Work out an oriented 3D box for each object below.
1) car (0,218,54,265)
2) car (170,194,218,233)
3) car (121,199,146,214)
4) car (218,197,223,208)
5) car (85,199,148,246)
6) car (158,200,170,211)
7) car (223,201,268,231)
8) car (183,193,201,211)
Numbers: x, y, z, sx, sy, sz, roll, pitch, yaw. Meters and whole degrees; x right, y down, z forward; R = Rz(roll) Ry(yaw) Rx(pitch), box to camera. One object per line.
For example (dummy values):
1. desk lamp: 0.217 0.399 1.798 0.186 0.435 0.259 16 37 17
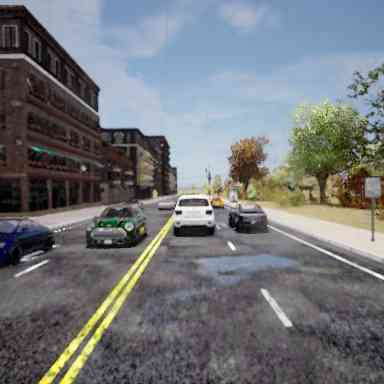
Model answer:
1. car: -6.602 1.659 11.860 1.994 1.385 4.181 -1 0 0
2. car: 0.100 1.221 19.758 2.150 2.045 5.566 -1 0 0
3. car: -6.548 1.589 37.708 1.837 1.490 4.892 -1 -1 0
4. car: 3.320 1.423 45.778 1.882 1.535 5.008 -1 0 1
5. car: -3.352 1.401 15.507 2.097 1.767 4.553 -1 0 0
6. car: -3.255 1.637 42.420 1.895 1.301 4.718 -1 0 1
7. car: 3.355 1.447 20.480 2.128 1.511 4.902 -1 0 0
8. car: 0.039 1.216 43.208 2.150 2.045 5.566 -1 1 0
